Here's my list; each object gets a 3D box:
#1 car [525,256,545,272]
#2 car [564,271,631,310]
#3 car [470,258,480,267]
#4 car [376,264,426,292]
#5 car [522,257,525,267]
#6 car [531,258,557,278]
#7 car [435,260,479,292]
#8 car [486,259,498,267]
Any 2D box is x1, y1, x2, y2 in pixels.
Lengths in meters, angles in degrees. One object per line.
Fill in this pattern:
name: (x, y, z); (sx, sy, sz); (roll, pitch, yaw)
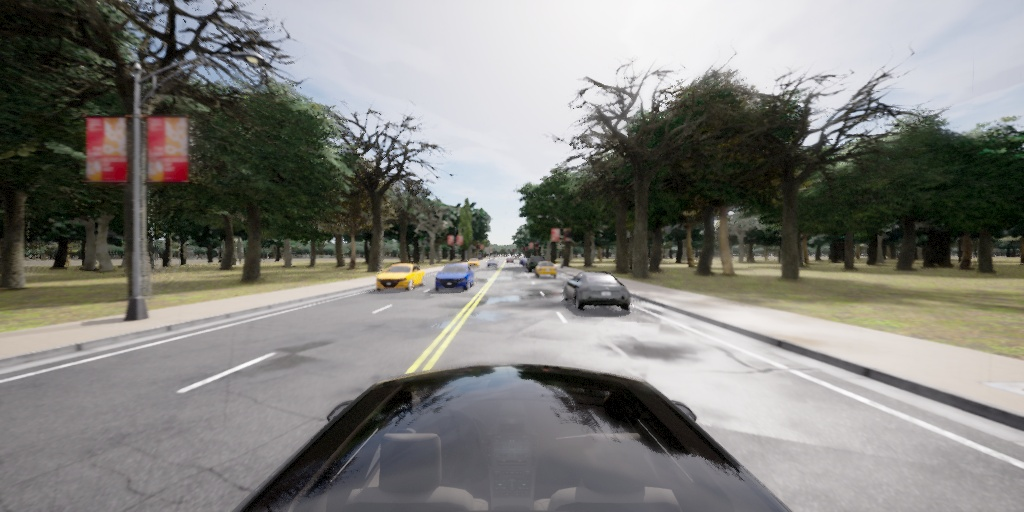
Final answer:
car: (3.142, 0.963, 45.294); (2.150, 2.045, 5.566); (0, 0, 0)
car: (3.337, 1.314, 14.718); (1.994, 1.385, 4.181); (0, 0, 0)
car: (-6.730, 1.199, 63.515); (1.882, 1.535, 5.008); (0, 0, 0)
car: (-6.624, 1.227, 21.783); (1.882, 1.535, 5.008); (0, 0, 0)
car: (3.085, 1.222, 56.270); (2.128, 1.511, 4.902); (0, 0, 0)
car: (3.187, 1.204, 34.449); (1.801, 1.575, 5.366); (0, 0, 0)
car: (-3.375, 1.228, 21.789); (1.882, 1.535, 5.008); (0, 0, 0)
car: (-3.475, 1.269, 63.602); (2.033, 1.411, 5.357); (0, 0, 0)
